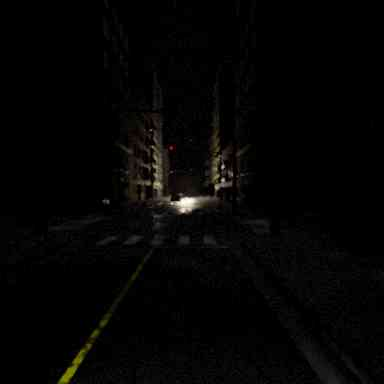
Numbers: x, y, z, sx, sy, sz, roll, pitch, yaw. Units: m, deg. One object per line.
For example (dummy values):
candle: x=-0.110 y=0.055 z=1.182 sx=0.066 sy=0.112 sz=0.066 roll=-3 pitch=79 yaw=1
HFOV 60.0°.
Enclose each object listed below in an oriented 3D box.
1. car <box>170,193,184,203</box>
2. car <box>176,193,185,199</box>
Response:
car: x=-2.987 y=1.190 z=61.353 sx=2.033 sy=1.411 sz=5.357 roll=0 pitch=1 yaw=0
car: x=-2.981 y=1.052 z=87.330 sx=1.994 sy=1.385 sz=4.181 roll=0 pitch=0 yaw=0
